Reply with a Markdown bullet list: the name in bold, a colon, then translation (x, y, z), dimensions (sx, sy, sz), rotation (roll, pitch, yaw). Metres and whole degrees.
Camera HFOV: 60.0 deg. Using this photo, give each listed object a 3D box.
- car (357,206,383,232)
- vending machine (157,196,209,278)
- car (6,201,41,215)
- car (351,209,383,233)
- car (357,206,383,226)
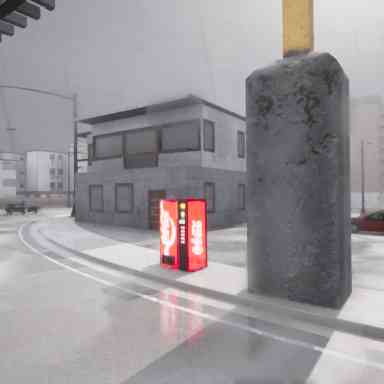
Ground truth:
- **car**: translation (13.583, 1.883, 22.670), dimensions (3.988, 1.617, 1.851), rotation (1, 0, 34)
- **vending machine**: translation (-0.251, 1.184, 9.303), dimensions (0.880, 2.100, 1.100), rotation (-1, 0, 44)
- **car**: translation (-18.616, 1.721, 37.021), dimensions (2.128, 1.511, 4.902), rotation (-1, -1, 1)
- **car**: translation (11.797, 1.873, 20.256), dimensions (5.357, 1.415, 2.033), rotation (0, 0, 34)
- **car**: translation (16.953, 2.035, 28.237), dimensions (5.027, 1.636, 2.152), rotation (-1, 0, 34)
